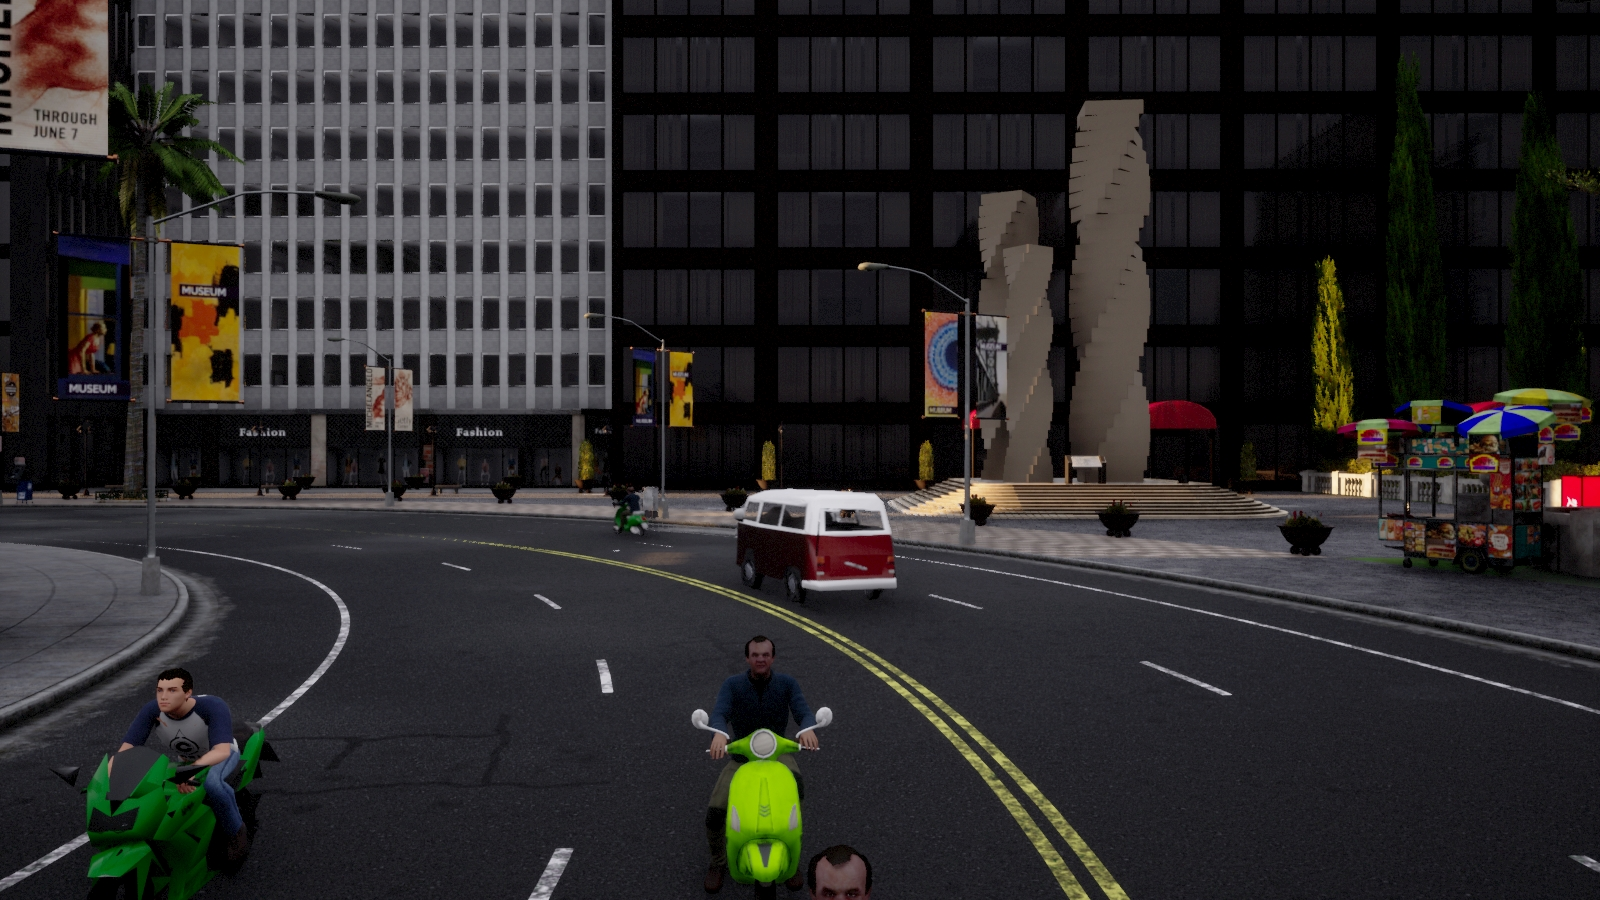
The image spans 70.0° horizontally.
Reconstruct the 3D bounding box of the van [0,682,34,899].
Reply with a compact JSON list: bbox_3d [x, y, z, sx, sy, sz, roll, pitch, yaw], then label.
[{"bbox_3d":[-3.531,1.783,1.506,2.069,2.038,4.480,0,0,-1],"label":"van"}]

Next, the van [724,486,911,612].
[{"bbox_3d":[0.197,1.782,22.075,2.069,2.038,4.480,1,0,-21],"label":"van"}]

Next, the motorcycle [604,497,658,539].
[{"bbox_3d":[-5.495,2.182,37.067,0.856,1.236,1.805,-2,1,-43],"label":"motorcycle"}]

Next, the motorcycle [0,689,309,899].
[{"bbox_3d":[-3.697,2.213,6.785,0.803,1.145,2.033,0,0,-4],"label":"motorcycle"}]
